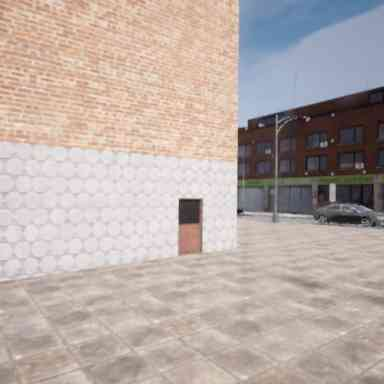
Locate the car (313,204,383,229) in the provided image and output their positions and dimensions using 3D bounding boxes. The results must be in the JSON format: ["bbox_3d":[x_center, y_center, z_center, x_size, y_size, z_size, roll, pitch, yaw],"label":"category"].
[{"bbox_3d":[10.229,1.513,21.410,2.128,1.511,4.902,1,-1,-35],"label":"car"}]

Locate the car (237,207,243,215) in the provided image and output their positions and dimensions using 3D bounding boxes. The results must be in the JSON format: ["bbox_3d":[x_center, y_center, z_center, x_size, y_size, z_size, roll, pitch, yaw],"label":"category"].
[{"bbox_3d":[3.282,1.892,36.280,1.895,1.301,4.718,1,-2,-35],"label":"car"}]
